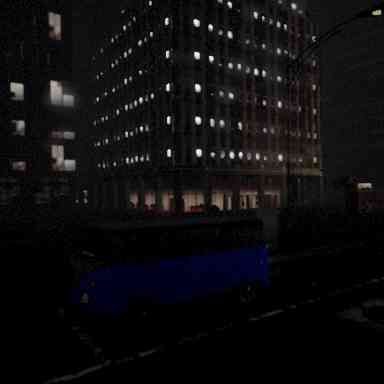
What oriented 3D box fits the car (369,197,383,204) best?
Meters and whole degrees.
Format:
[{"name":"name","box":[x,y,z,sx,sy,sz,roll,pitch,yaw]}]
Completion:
[{"name":"car","box":[38.313,1.665,67.562,1.967,1.590,4.097,-2,1,-41]}]

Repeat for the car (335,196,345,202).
[{"name":"car","box":[37.321,1.679,81.555,1.947,1.339,4.313,-2,1,-41]}]

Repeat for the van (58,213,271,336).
[{"name":"van","box":[-0.305,1.340,6.362,3.998,1.788,1.690,0,-1,-35]}]
